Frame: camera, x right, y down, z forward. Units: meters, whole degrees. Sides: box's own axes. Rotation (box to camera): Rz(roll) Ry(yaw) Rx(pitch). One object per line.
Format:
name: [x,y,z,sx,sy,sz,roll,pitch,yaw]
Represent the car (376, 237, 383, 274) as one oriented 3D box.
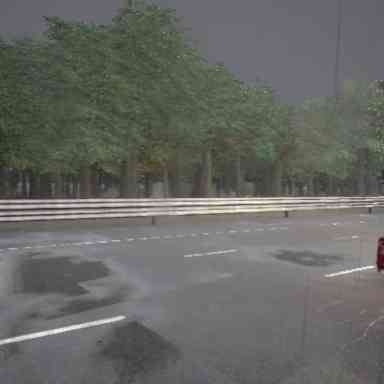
car: [6.617,1.377,8.175,5.008,1.535,1.882,0,2,-32]
